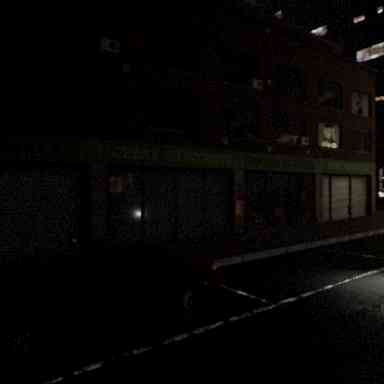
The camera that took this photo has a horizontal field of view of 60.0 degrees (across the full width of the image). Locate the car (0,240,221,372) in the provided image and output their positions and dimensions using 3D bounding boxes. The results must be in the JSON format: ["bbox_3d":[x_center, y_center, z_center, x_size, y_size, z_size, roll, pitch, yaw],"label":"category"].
[{"bbox_3d":[-1.396,1.531,5.571,4.206,1.307,1.802,-2,2,-36],"label":"car"}]
